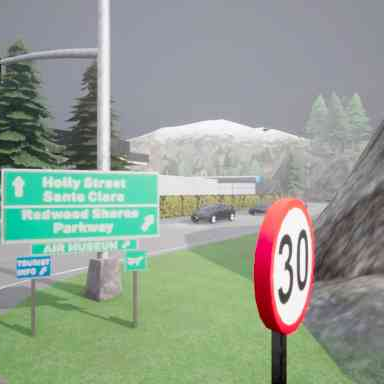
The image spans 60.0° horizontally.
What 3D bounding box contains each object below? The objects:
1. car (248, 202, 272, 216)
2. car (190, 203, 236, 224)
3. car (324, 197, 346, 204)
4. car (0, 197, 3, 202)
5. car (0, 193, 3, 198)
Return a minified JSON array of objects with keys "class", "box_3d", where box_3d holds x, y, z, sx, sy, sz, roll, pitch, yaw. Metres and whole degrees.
[{"class":"car","box_3d":[7.872,1.739,35.335,2.033,1.411,5.357,0,0,36]},{"class":"car","box_3d":[1.804,1.696,27.001,1.837,1.490,4.892,0,0,36]},{"class":"car","box_3d":[30.408,1.787,71.086,1.895,1.301,4.718,0,0,-18]},{"class":"car","box_3d":[-12.386,1.504,26.071,1.905,1.878,3.866,0,0,35]},{"class":"car","box_3d":[-38.583,1.489,70.017,4.514,1.523,2.007,0,0,35]}]
